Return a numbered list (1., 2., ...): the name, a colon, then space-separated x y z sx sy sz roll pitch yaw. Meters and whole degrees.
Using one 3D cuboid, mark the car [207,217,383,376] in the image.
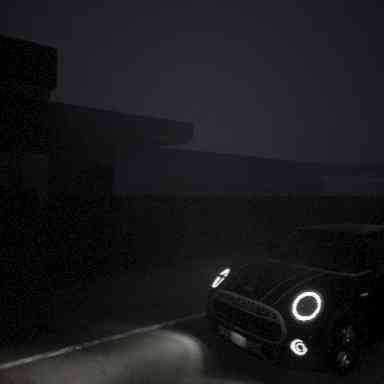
1. car: 2.451 1.372 5.723 4.553 1.767 2.097 0 0 -35
